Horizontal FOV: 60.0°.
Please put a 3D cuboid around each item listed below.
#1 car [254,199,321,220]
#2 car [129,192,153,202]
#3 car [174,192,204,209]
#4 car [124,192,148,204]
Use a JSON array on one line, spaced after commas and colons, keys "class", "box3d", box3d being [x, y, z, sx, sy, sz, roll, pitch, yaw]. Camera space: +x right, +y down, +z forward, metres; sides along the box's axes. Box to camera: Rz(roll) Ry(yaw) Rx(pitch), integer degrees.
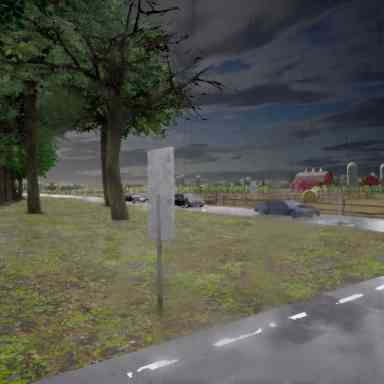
[{"class": "car", "box3d": [7.280, 1.281, 26.081, 2.033, 1.411, 5.357, -1, 2, -36]}, {"class": "car", "box3d": [-8.086, 0.811, 52.349, 1.994, 1.385, 4.181, -1, 1, -35]}, {"class": "car", "box3d": [-0.627, 0.872, 37.045, 2.097, 1.767, 4.553, -1, 2, -36]}, {"class": "car", "box3d": [-8.270, 0.828, 47.698, 2.128, 1.511, 4.902, -1, 2, -35]}]
